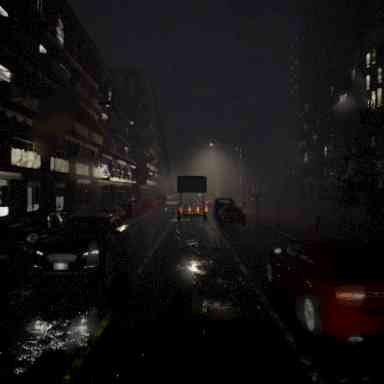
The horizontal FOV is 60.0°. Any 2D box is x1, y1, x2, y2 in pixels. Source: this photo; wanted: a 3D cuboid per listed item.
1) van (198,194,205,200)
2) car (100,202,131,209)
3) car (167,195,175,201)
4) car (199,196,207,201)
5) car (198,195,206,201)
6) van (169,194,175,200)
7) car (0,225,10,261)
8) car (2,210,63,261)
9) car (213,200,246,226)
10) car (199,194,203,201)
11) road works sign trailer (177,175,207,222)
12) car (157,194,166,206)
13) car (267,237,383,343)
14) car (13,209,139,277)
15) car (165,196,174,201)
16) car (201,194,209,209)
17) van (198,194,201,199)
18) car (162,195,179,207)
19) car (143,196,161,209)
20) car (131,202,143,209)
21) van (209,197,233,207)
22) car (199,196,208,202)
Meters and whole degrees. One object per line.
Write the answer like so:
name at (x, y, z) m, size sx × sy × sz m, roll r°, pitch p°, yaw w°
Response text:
van at (2.672, 1.411, 94.955) m, size 1.690 × 1.788 × 3.998 m, roll 0°, pitch 0°, yaw 0°
car at (-5.697, 1.521, 22.937) m, size 1.752 × 1.417 × 4.829 m, roll 0°, pitch 0°, yaw 0°
car at (-5.706, 1.604, 89.426) m, size 1.887 × 1.381 × 4.507 m, roll 0°, pitch 0°, yaw 0°
car at (2.675, 1.616, 83.901) m, size 1.947 × 1.339 × 4.313 m, roll 0°, pitch 0°, yaw 0°
car at (2.674, 1.500, 89.427) m, size 1.967 × 1.590 × 4.097 m, roll 0°, pitch 0°, yaw 0°
van at (-5.708, 1.411, 94.954) m, size 1.690 × 1.788 × 3.998 m, roll 0°, pitch 0°, yaw 0°
car at (-5.695, 1.580, 6.527) m, size 1.802 × 1.307 × 4.206 m, roll 0°, pitch 0°, yaw 0°
car at (-5.697, 1.437, 12.053) m, size 1.967 × 1.590 × 4.097 m, roll 0°, pitch 0°, yaw 0°
car at (2.683, 1.522, 23.278) m, size 1.752 × 1.417 × 4.829 m, roll 0°, pitch 0°, yaw 0°
car at (2.678, 1.603, 61.794) m, size 1.802 × 1.307 × 4.206 m, roll 0°, pitch 0°, yaw 0°
road works sign trailer at (-0.004, 0.461, 26.631) m, size 2.380 × 3.560 × 2.880 m, roll 0°, pitch 0°, yaw 0°
car at (-5.702, 1.541, 56.097) m, size 1.752 × 1.417 × 4.829 m, roll 0°, pitch 0°, yaw 0°
car at (2.685, 1.543, 6.528) m, size 1.887 × 1.381 × 4.507 m, roll 0°, pitch 0°, yaw 0°
car at (-3.101, 1.488, 10.298) m, size 2.128 × 1.511 × 4.902 m, roll 0°, pitch 0°, yaw 0°
car at (-5.705, 1.616, 83.899) m, size 1.947 × 1.339 × 4.313 m, roll 0°, pitch 0°, yaw 0°
car at (2.679, 1.447, 45.213) m, size 1.967 × 1.590 × 4.097 m, roll 0°, pitch 0°, yaw 0°
van at (2.675, 1.375, 72.847) m, size 1.690 × 1.788 × 3.998 m, roll 0°, pitch 0°, yaw 0°
car at (-3.082, 1.613, 51.265) m, size 1.895 × 1.301 × 4.718 m, roll 0°, pitch 0°, yaw 0°
car at (-5.700, 1.551, 45.213) m, size 1.887 × 1.381 × 4.507 m, roll 0°, pitch 0°, yaw 0°
car at (-5.698, 1.542, 28.633) m, size 1.887 × 1.381 × 4.507 m, roll 0°, pitch 0°, yaw 0°
van at (2.681, 1.338, 28.633) m, size 1.690 × 1.788 × 3.998 m, roll 0°, pitch 0°, yaw 0°
car at (2.676, 1.567, 78.543) m, size 1.752 × 1.417 × 4.829 m, roll 0°, pitch 0°, yaw 0°
